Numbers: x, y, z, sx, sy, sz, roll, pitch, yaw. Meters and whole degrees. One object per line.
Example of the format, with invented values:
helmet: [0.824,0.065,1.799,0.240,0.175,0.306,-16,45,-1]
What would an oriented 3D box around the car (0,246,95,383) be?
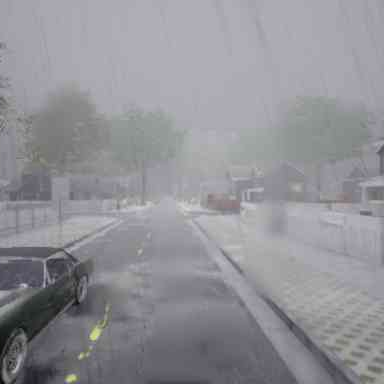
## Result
car: [-3.088,1.676,5.492,1.895,1.301,4.718,0,-1,-3]

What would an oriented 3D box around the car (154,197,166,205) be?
car: [-7.642,2.398,77.034,1.994,1.385,4.181,0,-1,-4]
